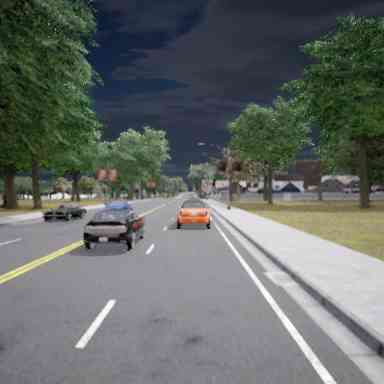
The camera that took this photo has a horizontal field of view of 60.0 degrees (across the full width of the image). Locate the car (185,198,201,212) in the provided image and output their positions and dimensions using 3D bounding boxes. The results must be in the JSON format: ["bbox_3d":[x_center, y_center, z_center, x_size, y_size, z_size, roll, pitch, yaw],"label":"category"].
[{"bbox_3d":[0.106,1.505,40.601,1.837,1.490,4.892,0,0,0],"label":"car"}]

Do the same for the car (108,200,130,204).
[{"bbox_3d":[-6.590,1.463,29.750,1.882,1.535,5.008,0,0,0],"label":"car"}]

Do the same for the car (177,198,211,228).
[{"bbox_3d":[0.103,1.333,22.190,2.097,1.767,4.553,0,0,0],"label":"car"}]

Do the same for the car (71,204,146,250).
[{"bbox_3d":[-3.148,1.474,14.241,2.128,1.511,4.902,0,0,0],"label":"car"}]

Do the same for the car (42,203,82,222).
[{"bbox_3d":[-9.844,1.582,25.981,1.895,1.301,4.718,0,0,0],"label":"car"}]
